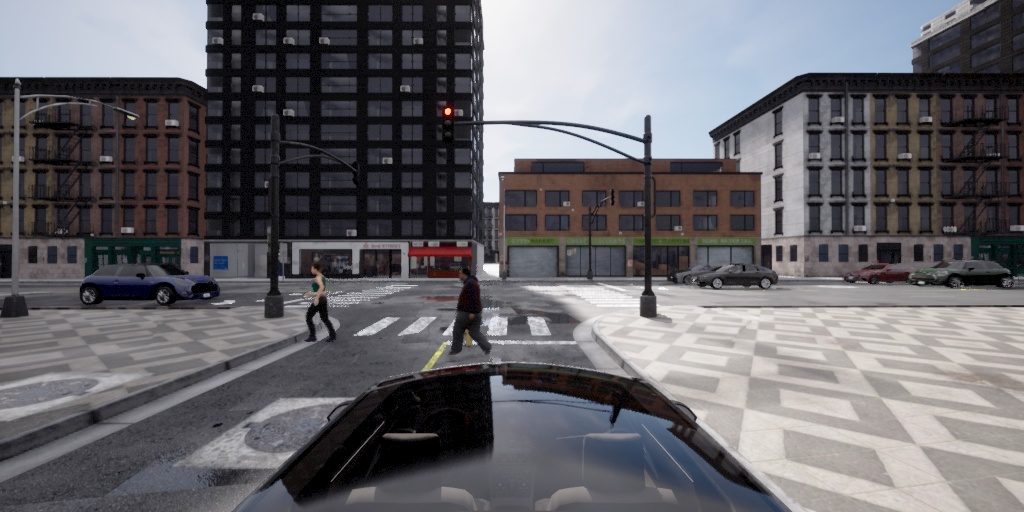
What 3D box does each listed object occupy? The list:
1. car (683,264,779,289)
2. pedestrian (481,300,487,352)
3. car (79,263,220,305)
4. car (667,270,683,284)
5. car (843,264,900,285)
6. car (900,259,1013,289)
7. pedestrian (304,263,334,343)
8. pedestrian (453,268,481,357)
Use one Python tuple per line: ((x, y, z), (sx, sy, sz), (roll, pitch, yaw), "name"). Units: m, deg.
((13.597, 1.238, 22.080), (4.892, 1.490, 1.837), (0, 0, 0), "car")
((-0.806, 1.325, 7.713), (0.375, 1.300, 0.375), (0, 0, 0), "pedestrian")
((-15.217, 1.087, 15.271), (4.553, 1.767, 2.097), (0, 0, 1), "car")
((13.266, 1.324, 25.329), (4.181, 1.385, 1.994), (0, 0, 0), "car")
((26.267, 1.260, 25.356), (4.674, 1.442, 1.812), (-1, 0, -1), "car")
((27.498, 1.056, 22.123), (4.553, 1.767, 2.097), (0, 0, 0), "car")
((-4.450, 1.044, 8.235), (0.375, 1.860, 0.375), (0, 0, 0), "pedestrian")
((-0.878, 1.044, 7.041), (0.375, 1.860, 0.375), (0, 0, 0), "pedestrian")
